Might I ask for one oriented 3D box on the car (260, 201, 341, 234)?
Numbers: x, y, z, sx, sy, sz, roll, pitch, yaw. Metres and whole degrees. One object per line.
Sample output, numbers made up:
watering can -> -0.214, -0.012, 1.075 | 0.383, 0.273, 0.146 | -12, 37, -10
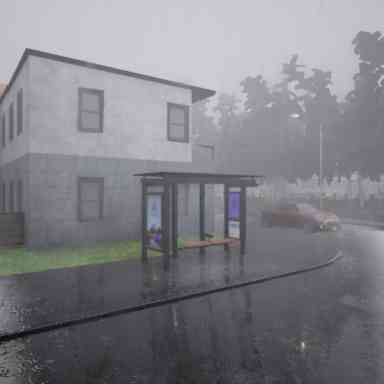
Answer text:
car -> 6.153, 1.345, 19.201 | 2.097, 1.767, 4.553 | 0, 0, -35

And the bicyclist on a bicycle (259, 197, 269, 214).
bicyclist on a bicycle -> 7.096, 1.339, 32.407 | 1.656, 1.620, 0.582 | 0, 0, -35
